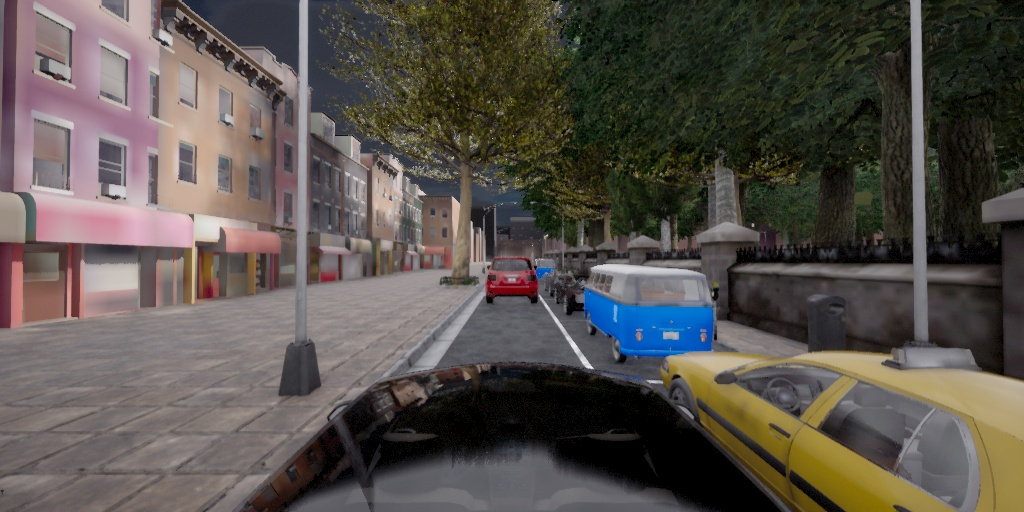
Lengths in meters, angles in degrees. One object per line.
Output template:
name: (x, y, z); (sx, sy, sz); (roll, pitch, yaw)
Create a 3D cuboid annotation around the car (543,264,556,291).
car: (2.639, 1.309, 18.716); (2.007, 1.370, 4.403); (0, 0, 0)

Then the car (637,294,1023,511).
car: (2.639, 1.272, 2.538); (1.751, 1.417, 4.829); (0, 0, 0)

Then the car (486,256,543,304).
car: (0.000, 1.015, 16.532); (2.150, 2.045, 5.566); (0, 0, 0)

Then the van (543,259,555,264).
van: (2.638, 1.114, 29.614); (1.690, 1.789, 3.998); (0, 0, 0)

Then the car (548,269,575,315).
car: (2.639, 1.319, 13.267); (1.948, 1.339, 4.313); (0, 0, 0)

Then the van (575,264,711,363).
van: (2.639, 1.090, 7.817); (1.690, 1.789, 3.998); (0, 0, 0)
